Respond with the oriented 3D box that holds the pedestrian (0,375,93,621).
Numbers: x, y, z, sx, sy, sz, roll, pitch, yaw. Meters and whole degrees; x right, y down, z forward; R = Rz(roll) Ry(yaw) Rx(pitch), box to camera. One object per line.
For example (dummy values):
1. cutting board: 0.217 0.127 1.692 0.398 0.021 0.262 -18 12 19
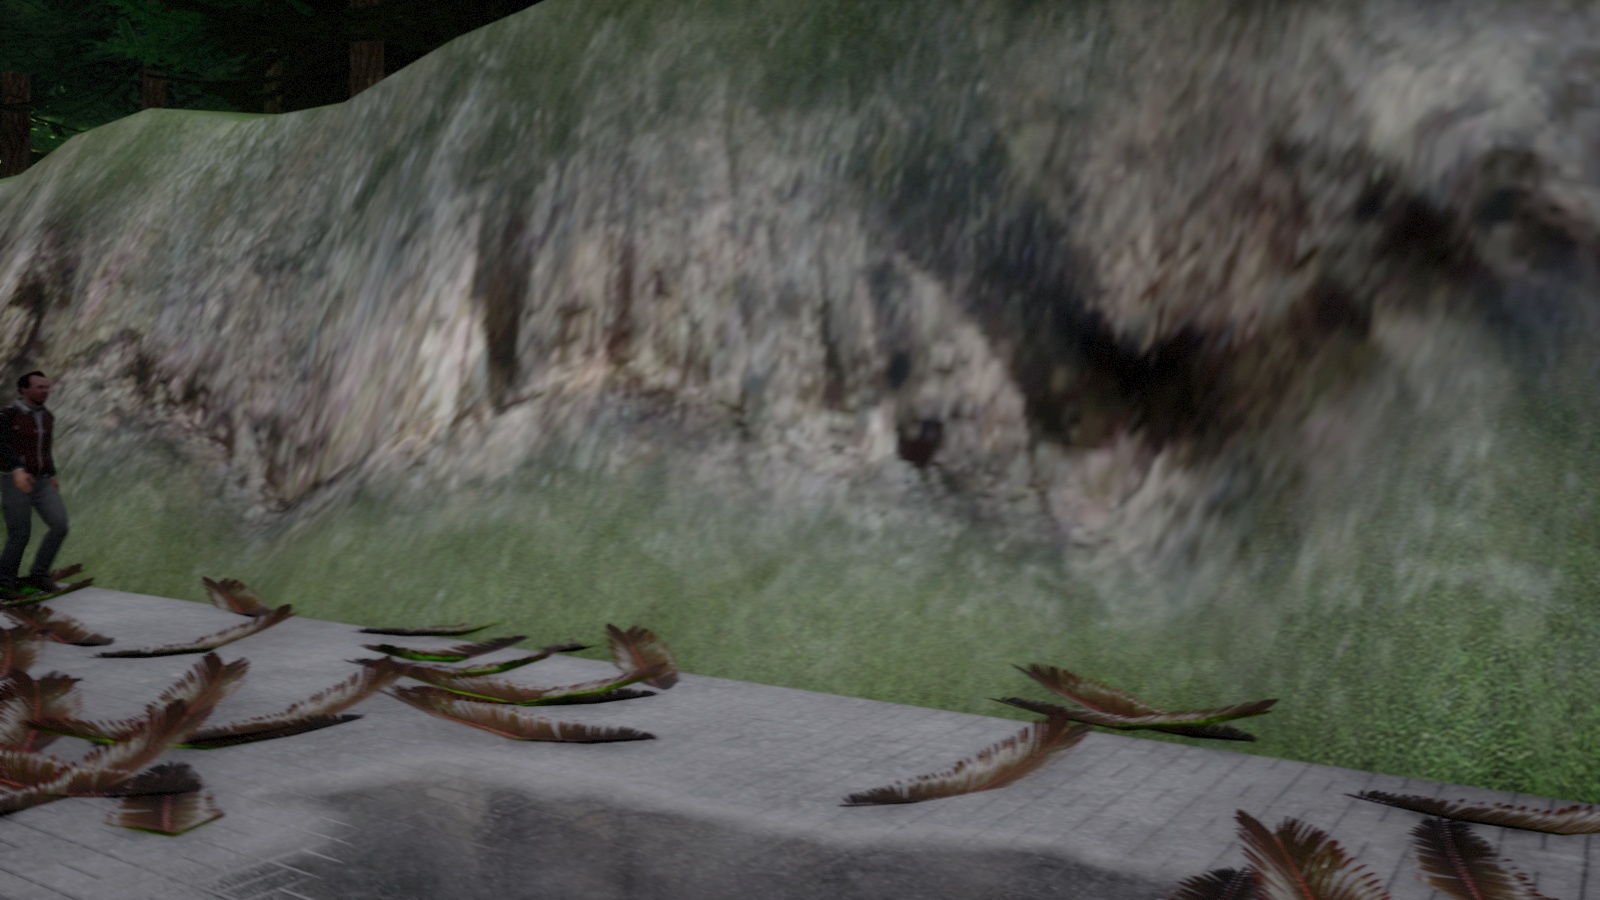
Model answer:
1. pedestrian: -5.943 0.359 9.762 0.720 1.854 0.376 0 1 20
